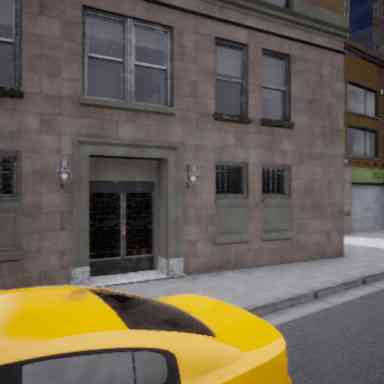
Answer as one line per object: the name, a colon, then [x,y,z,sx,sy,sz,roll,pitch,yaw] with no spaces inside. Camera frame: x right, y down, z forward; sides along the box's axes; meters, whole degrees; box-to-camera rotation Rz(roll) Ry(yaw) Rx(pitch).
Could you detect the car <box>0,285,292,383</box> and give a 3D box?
car: [-1.529,1.477,1.976,5.008,1.535,1.882,1,0,-35]
